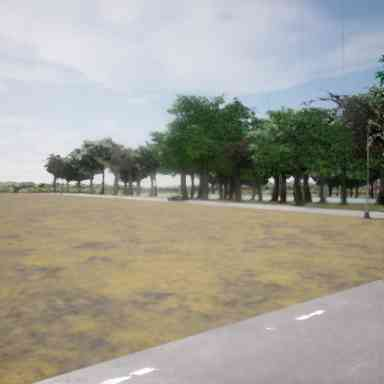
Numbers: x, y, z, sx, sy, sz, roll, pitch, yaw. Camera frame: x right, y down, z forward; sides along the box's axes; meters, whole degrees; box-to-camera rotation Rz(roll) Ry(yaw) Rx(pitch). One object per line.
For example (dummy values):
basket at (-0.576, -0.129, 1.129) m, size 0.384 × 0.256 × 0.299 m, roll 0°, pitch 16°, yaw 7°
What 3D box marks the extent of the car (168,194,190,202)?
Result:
car at (-2.404, 1.093, 59.651) m, size 1.895 × 1.301 × 4.718 m, roll -1°, pitch 1°, yaw -36°
